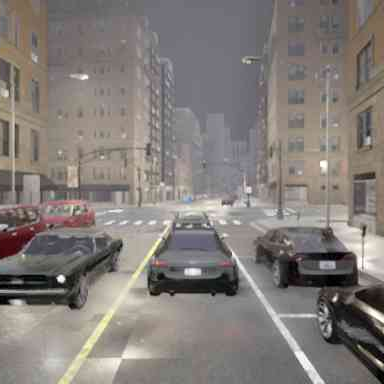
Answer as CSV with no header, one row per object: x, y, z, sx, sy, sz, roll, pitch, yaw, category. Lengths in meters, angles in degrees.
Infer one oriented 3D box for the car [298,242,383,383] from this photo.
2.847,1.566,3.534,1.947,1.339,4.313,-1,0,0,car

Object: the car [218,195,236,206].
5.648,1.532,53.381,1.947,1.339,4.313,0,0,9,car

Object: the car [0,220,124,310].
-3.013,1.602,7.950,1.895,1.301,4.718,0,0,0,car

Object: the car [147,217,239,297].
0.032,1.565,8.646,1.994,1.385,4.181,0,0,0,car

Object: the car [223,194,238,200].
7.328,1.511,64.246,1.947,1.339,4.313,0,0,9,car

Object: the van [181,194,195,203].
-1.098,1.273,65.548,1.690,1.788,3.998,0,0,9,van

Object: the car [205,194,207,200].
2.262,1.487,87.277,1.802,1.307,4.206,0,0,9,car

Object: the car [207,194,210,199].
3.100,1.343,92.710,1.967,1.590,4.097,0,0,9,car

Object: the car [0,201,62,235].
-5.692,1.317,9.018,2.192,1.841,5.009,-1,0,0,car

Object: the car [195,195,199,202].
-0.258,1.363,70.980,1.967,1.590,4.097,0,0,9,car

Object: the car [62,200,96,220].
-5.702,1.316,14.525,2.192,1.841,5.009,-1,0,0,car

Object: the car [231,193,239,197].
10.685,1.233,85.975,2.192,1.841,5.009,0,0,9,car

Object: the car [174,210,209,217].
-0.030,1.602,17.738,1.895,1.301,4.718,0,0,0,car

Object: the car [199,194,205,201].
1.396,1.435,81.677,1.752,1.417,4.829,0,0,9,car

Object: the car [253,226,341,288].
2.836,1.567,9.041,1.947,1.339,4.313,-1,0,0,car
